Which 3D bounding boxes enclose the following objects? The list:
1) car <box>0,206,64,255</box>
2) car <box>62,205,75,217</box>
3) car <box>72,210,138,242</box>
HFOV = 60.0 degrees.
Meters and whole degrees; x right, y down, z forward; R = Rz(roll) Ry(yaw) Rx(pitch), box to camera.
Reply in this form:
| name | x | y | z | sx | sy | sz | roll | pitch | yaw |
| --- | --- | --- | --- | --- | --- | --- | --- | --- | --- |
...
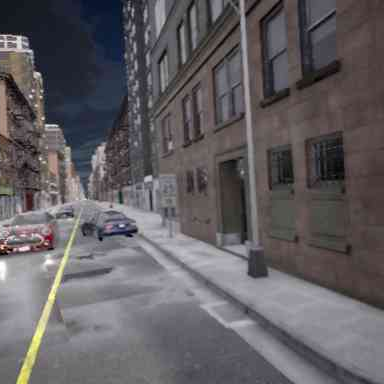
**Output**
| name | x | y | z | sx | sy | sz | roll | pitch | yaw |
| --- | --- | --- | --- | --- | --- | --- | --- | --- | --- |
| car | -7.467 | 1.740 | 15.595 | 2.097 | 1.767 | 4.553 | -3 | 0 | -18 |
| car | -14.878 | 2.280 | 39.276 | 2.033 | 1.411 | 5.357 | -3 | 0 | -17 |
| car | -4.679 | 1.765 | 18.078 | 2.033 | 1.411 | 5.357 | -4 | 0 | -32 |
